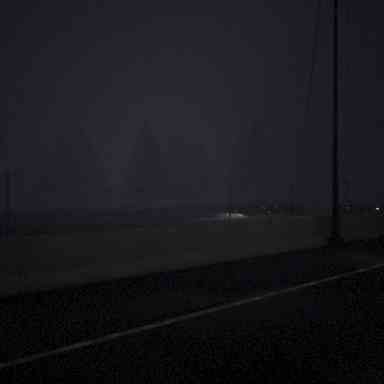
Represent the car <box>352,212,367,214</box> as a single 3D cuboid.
[{"bbox_3d":[15.605,1.556,32.300,4.718,1.301,1.895,0,0,-35],"label":"car"}]
